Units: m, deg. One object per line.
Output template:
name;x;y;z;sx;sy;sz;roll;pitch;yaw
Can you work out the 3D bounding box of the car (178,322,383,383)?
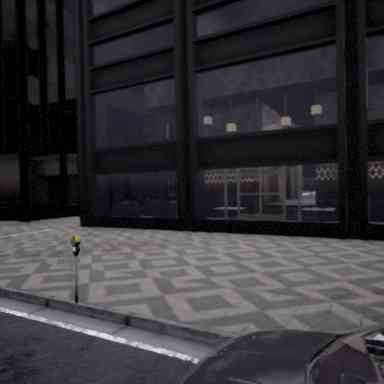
car;1.891;1.478;1.888;4.403;1.369;2.008;-1;1;29
